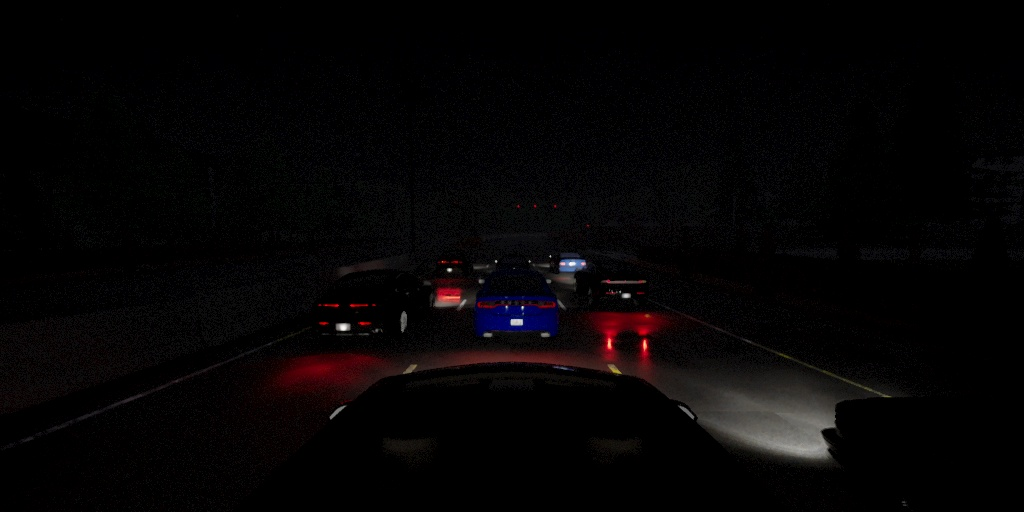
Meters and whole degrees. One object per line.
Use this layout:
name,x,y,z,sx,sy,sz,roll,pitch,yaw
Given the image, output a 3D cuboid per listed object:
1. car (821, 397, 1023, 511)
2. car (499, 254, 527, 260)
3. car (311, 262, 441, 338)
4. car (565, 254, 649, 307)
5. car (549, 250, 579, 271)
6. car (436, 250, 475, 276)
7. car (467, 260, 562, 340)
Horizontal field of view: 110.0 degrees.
car,3.596,1.299,0.610,2.033,1.411,5.357,0,0,1
car,0.054,0.600,19.294,2.033,1.411,5.357,0,4,0
car,-3.412,1.102,9.659,1.837,1.490,4.892,0,2,0
car,3.574,0.908,13.655,2.128,1.511,4.902,0,3,0
car,3.538,0.323,23.269,2.033,1.411,5.357,0,4,0
car,-3.459,0.352,22.199,1.837,1.490,4.892,0,4,0
car,0.088,1.075,9.588,1.882,1.535,5.008,0,2,0
